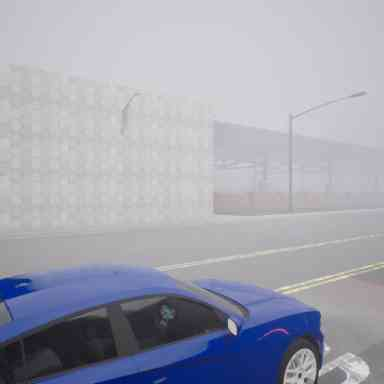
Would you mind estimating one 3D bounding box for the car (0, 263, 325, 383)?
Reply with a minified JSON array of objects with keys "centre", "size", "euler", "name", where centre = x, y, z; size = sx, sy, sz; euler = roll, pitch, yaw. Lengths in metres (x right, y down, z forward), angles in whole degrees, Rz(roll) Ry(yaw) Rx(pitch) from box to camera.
[{"centre":[-0.723,1.478,3.234],"size":[5.008,1.535,1.882],"euler":[0,0,-36],"name":"car"}]
